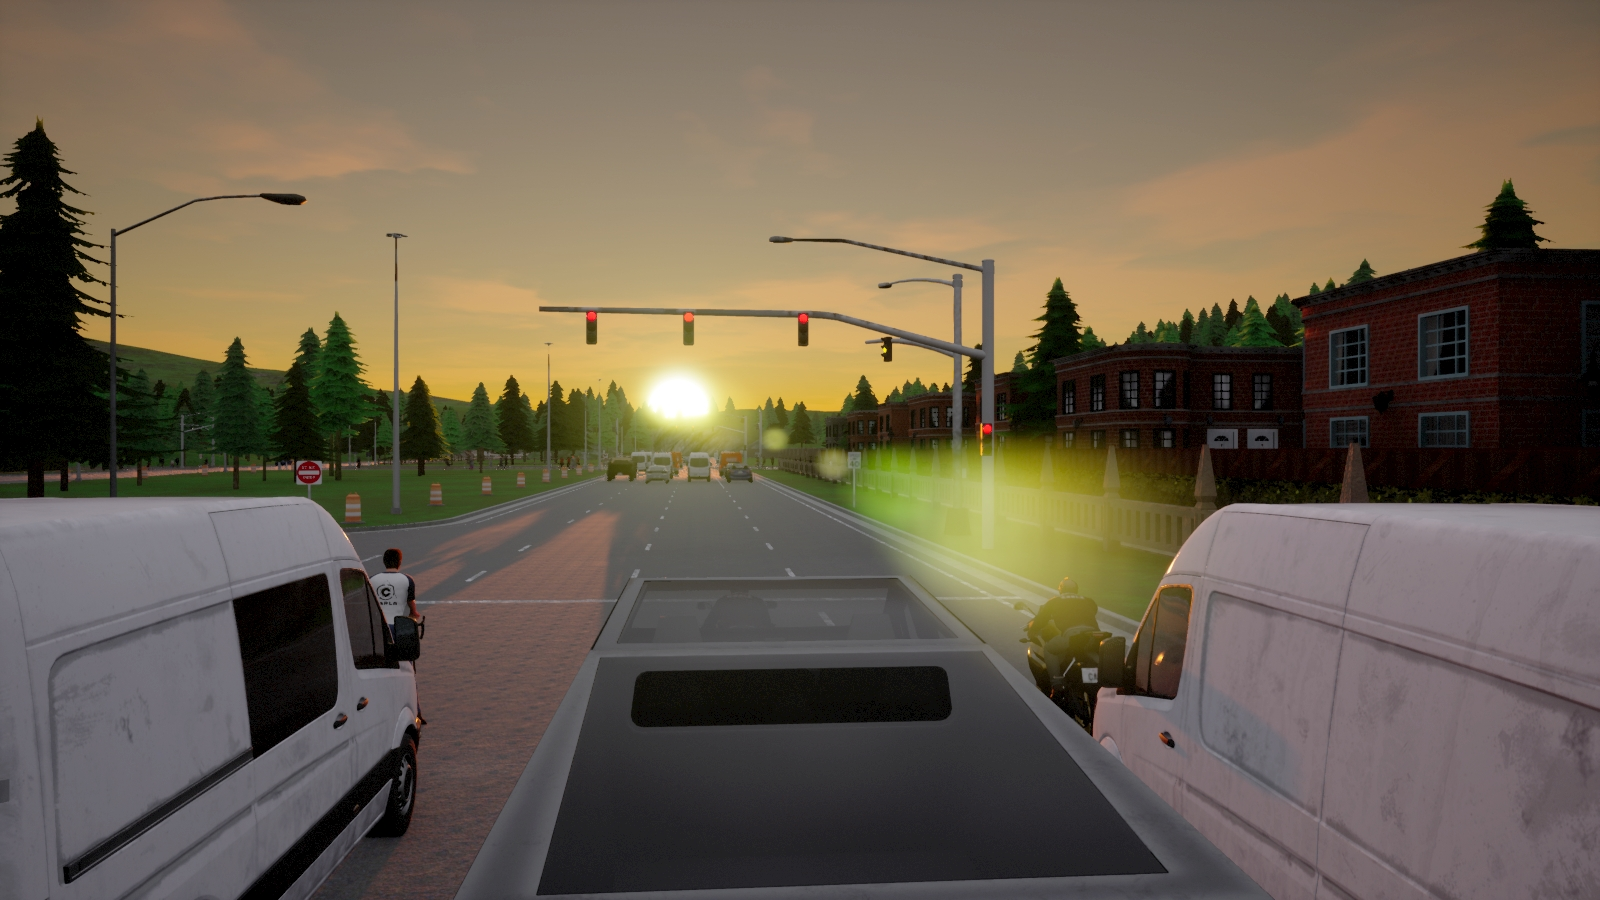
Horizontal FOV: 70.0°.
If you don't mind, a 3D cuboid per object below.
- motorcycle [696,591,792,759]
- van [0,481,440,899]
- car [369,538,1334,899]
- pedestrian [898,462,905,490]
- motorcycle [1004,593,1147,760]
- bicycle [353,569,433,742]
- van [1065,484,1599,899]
[{"bbox_3d":[-0.613,2.205,11.622,0.867,1.251,2.209,0,0,-6],"label":"motorcycle"},{"bbox_3d":[-3.677,1.534,6.378,1.988,2.561,5.915,0,0,-5],"label":"van"},{"bbox_3d":[-0.117,1.754,5.929,2.390,2.098,6.274,0,0,-5],"label":"car"},{"bbox_3d":[6.736,1.698,75.710,0.375,1.860,0.375,0,0,-5],"label":"pedestrian"},{"bbox_3d":[2.714,2.205,11.543,0.867,1.251,2.209,0,0,-2],"label":"motorcycle"},{"bbox_3d":[-4.173,2.056,11.794,0.373,1.496,1.643,0,0,-5],"label":"bicycle"},{"bbox_3d":[3.020,1.534,5.590,1.988,2.561,5.915,0,0,-1],"label":"van"}]
